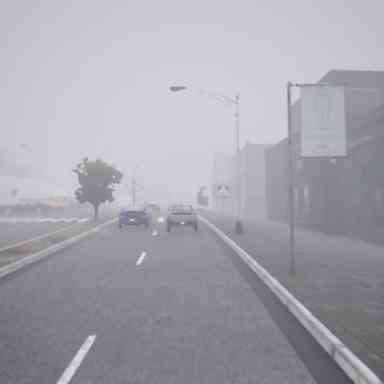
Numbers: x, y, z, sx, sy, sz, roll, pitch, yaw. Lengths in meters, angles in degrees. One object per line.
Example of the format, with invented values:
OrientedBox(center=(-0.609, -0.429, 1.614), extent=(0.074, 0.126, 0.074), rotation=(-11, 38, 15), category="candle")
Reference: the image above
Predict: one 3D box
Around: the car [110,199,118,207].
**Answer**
OrientedBox(center=(-21.488, 2.882, 82.023), extent=(5.366, 1.575, 1.946), rotation=(0, -2, -24), category="car")

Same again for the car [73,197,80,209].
OrientedBox(center=(-19.549, 1.945, 49.272), extent=(4.674, 1.452, 2.002), rotation=(0, -2, -24), category="car")

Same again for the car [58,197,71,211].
OrientedBox(center=(-18.996, 1.780, 43.416), extent=(5.366, 1.575, 1.946), rotation=(0, -1, -24), category="car")

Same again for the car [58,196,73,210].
OrientedBox(center=(-19.385, 1.717, 46.296), extent=(4.553, 1.767, 2.185), rotation=(0, -1, -24), category="car")

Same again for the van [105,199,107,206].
OrientedBox(center=(-20.788, 2.278, 70.120), extent=(4.442, 1.987, 1.878), rotation=(0, -2, -24), category="van")

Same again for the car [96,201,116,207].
OrientedBox(center=(-21.851, 3.020, 84.916), extent=(4.674, 1.452, 2.002), rotation=(0, -2, -24), category="car")

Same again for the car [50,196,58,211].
OrientedBox(center=(-19.004, 1.607, 40.357), extent=(4.553, 1.767, 2.185), rotation=(0, -1, -24), category="car")

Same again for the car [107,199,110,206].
OrientedBox(center=(-21.113, 2.473, 73.027), extent=(4.553, 1.767, 2.185), rotation=(0, -2, -24), category="car")

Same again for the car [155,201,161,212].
OrientedBox(center=(-5.021, 1.835, 42.610), extent=(1.812, 1.442, 4.674), rotation=(0, -1, -4), category="car")

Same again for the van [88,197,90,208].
OrientedBox(center=(-19.828, 1.826, 55.266), extent=(4.442, 1.987, 1.878), rotation=(0, -2, -24), category="van")

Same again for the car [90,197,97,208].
OrientedBox(center=(-20.149, 1.881, 58.174), extent=(5.566, 2.045, 2.435), rotation=(0, -1, -24), category="car")

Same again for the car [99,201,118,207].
OrientedBox(center=(-22.035, 3.115, 87.882), extent=(4.674, 1.452, 2.002), rotation=(0, -2, -24), category="car")

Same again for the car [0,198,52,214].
OrientedBox(center=(-18.773, 1.686, 37.396), extent=(5.008, 1.535, 2.097), rotation=(0, -1, -24), category="car")

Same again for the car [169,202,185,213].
OrientedBox(center=(-1.926, 1.892, 41.248), extent=(1.895, 1.301, 4.718), rotation=(0, -1, -4), category="car")

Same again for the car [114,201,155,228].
OrientedBox(center=(-3.746, 1.548, 22.566), extent=(1.882, 1.535, 5.008), rotation=(0, 0, -3), category="car")

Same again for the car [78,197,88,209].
OrientedBox(center=(-19.717, 1.725, 52.266), extent=(5.566, 2.045, 2.435), rotation=(0, -2, -24), category="car")

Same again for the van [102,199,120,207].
OrientedBox(center=(-22.129, 2.945, 90.914), extent=(4.442, 1.987, 1.878), rotation=(0, -2, -24), category="van")

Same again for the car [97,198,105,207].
OrientedBox(center=(-20.866, 2.405, 67.013), extent=(5.366, 1.575, 1.946), rotation=(0, -2, -24), category="car")

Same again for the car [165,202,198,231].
OrientedBox(center=(-0.655, 1.561, 21.069), extent=(2.128, 1.511, 4.902), rotation=(0, 0, -3), category="car")
